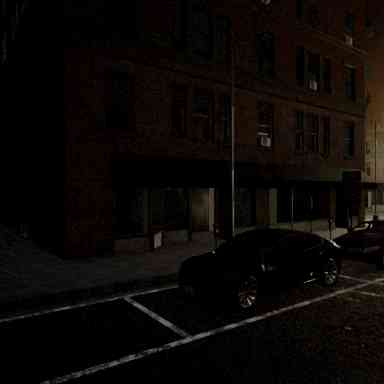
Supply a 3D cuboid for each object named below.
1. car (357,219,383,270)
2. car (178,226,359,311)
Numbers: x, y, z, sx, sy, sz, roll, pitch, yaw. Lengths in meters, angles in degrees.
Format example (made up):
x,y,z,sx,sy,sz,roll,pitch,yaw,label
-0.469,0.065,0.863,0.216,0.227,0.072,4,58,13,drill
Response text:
x,y,z,sx,sy,sz,roll,pitch,yaw,label
6.217,1.582,10.938,4.206,1.307,1.802,0,0,-35,car
1.731,1.566,7.754,4.313,1.339,1.947,0,0,-35,car
